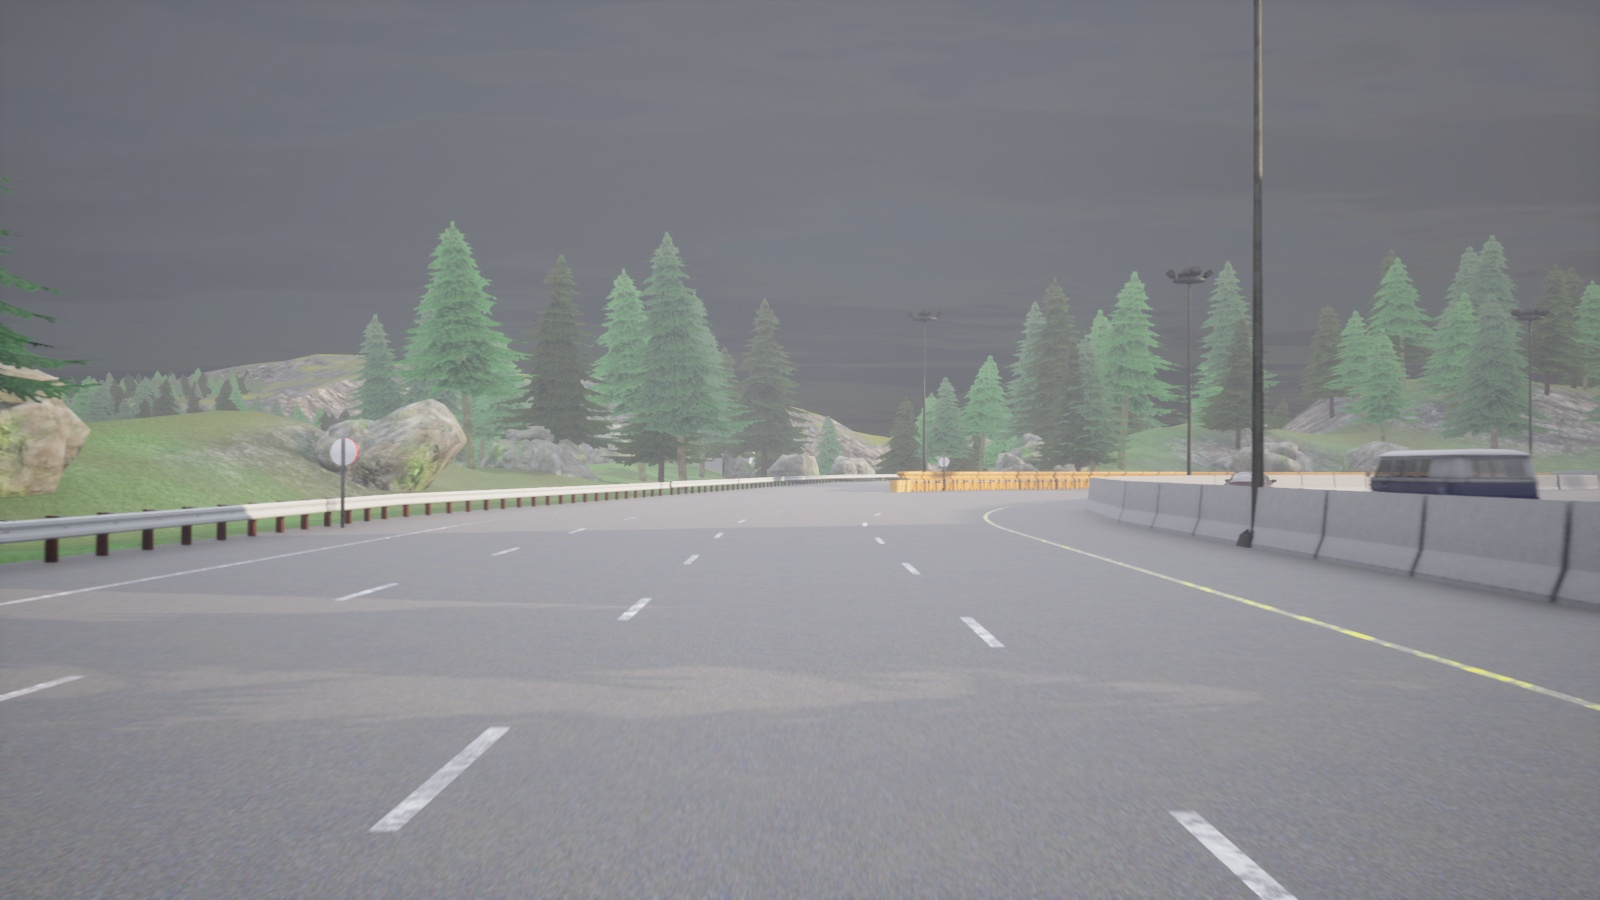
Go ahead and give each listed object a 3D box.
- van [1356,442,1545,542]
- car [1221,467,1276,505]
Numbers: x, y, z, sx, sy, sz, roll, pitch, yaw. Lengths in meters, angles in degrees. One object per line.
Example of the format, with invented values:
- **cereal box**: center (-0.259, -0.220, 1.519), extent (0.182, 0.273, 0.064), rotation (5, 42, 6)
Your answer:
- **van**: center (13.940, 0.863, 27.222), extent (1.775, 1.987, 4.442), rotation (0, -1, 0)
- **car**: center (18.148, 1.426, 50.668), extent (1.812, 1.442, 4.674), rotation (-1, -1, 23)
